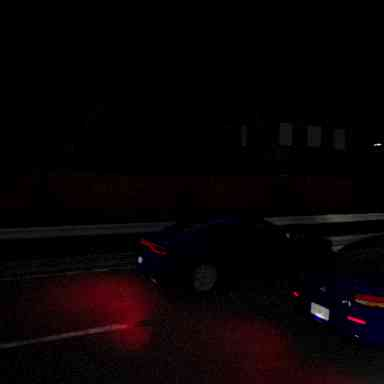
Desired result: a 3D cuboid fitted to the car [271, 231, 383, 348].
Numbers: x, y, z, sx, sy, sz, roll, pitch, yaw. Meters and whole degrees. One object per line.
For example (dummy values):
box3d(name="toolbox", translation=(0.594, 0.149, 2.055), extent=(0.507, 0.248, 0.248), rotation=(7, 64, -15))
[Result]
box3d(name="car", translation=(3.794, 1.416, 5.389), extent=(4.674, 1.442, 1.812), rotation=(0, 2, -25))

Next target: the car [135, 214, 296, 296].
box3d(name="car", translation=(1.163, 1.268, 8.023), extent=(5.008, 1.535, 1.882), rotation=(0, 2, -25))
